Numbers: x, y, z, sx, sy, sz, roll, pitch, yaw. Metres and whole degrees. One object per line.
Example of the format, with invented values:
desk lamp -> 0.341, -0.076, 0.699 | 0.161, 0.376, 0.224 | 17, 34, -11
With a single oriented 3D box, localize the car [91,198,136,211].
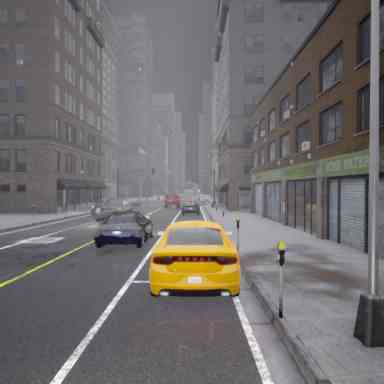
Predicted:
car -> -6.027, 1.348, 26.048 | 2.097, 1.767, 4.553 | 0, 0, 0

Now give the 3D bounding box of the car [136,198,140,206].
car -> -8.562, 1.551, 44.145 | 2.008, 1.369, 4.403 | -1, 0, 0

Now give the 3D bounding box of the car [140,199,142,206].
car -> -8.519, 1.547, 49.651 | 1.887, 1.381, 4.507 | -1, 0, 0

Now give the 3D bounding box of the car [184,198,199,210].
car -> -0.037, 1.546, 44.079 | 1.887, 1.381, 4.507 | -1, 0, 0

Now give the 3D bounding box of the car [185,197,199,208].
car -> 0.006, 1.548, 49.584 | 1.887, 1.381, 4.507 | -1, 0, 0

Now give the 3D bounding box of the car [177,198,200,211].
car -> -0.123, 1.564, 33.069 | 1.947, 1.339, 4.313 | -1, 0, 0

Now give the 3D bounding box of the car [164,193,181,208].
car -> -2.765, 1.219, 47.196 | 2.150, 2.045, 5.566 | 0, -1, 0

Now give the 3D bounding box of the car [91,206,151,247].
car -> -2.915, 1.561, 14.984 | 1.994, 1.385, 4.181 | 0, 0, 1

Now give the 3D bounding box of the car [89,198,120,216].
car -> -8.649, 1.437, 33.135 | 1.967, 1.590, 4.097 | -1, 0, 0

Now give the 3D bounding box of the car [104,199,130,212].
car -> -8.605, 1.564, 38.641 | 1.947, 1.339, 4.313 | -1, 0, 0

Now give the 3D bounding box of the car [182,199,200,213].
car -> -0.080, 1.544, 38.573 | 1.887, 1.381, 4.507 | -1, 0, 0

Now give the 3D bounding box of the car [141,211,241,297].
car -> 0.074, 1.475, 8.634 | 1.882, 1.535, 5.008 | 0, 0, 0
